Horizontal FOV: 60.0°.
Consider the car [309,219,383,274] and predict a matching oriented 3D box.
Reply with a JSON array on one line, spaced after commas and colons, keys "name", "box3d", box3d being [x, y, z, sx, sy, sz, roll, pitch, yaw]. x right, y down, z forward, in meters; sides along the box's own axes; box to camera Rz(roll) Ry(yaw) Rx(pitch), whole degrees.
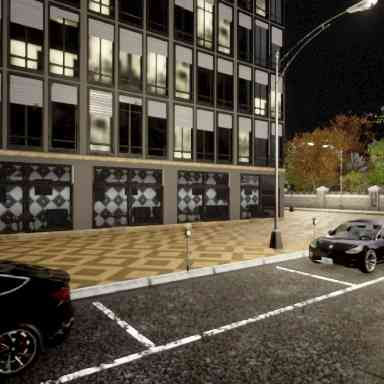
[{"name": "car", "box3d": [5.582, 1.568, 10.638, 4.313, 1.339, 1.947, 0, 0, -36]}]

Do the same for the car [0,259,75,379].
[{"name": "car", "box3d": [-3.649, 1.565, 3.955, 4.313, 1.339, 1.947, 0, 0, -36]}]
